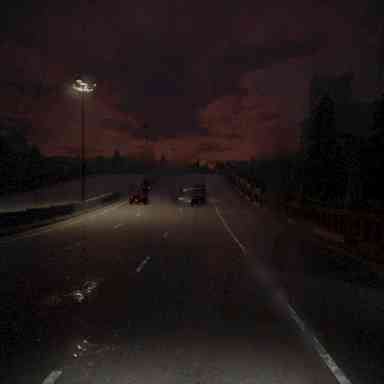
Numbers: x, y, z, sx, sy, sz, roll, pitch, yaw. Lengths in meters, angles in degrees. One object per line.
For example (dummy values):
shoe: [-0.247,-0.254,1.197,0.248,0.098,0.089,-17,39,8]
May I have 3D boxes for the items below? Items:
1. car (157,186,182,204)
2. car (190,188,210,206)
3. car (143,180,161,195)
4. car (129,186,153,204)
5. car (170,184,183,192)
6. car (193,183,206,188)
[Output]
car: [-2.592,0.479,39.298,1.837,1.490,4.892,0,5,1]
car: [0.852,0.683,37.070,1.812,1.442,4.674,0,4,1]
car: [-5.900,-0.801,48.797,2.150,2.045,5.566,0,7,1]
car: [-6.095,0.533,38.994,1.812,1.442,4.674,0,5,1]
car: [-2.381,-0.559,49.610,1.994,1.385,4.181,0,7,1]
car: [1.097,-0.525,48.624,2.128,1.511,4.902,0,7,1]
